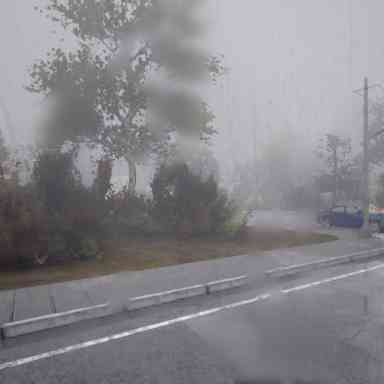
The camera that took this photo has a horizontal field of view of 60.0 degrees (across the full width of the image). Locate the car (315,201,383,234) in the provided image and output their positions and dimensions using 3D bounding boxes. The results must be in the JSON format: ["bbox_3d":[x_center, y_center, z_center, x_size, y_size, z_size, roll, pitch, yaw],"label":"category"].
[{"bbox_3d":[9.854,1.513,19.905,1.882,1.535,5.008,0,0,-32],"label":"car"}]
